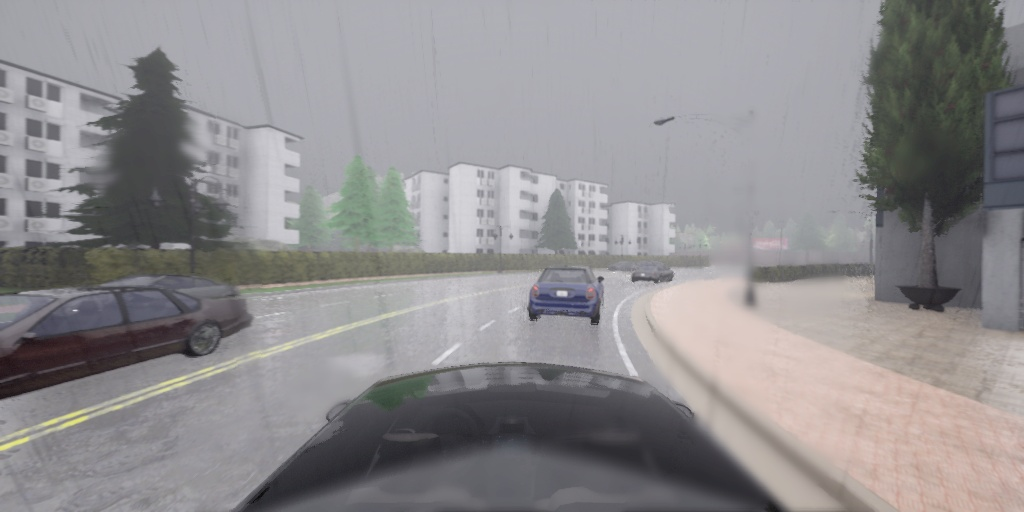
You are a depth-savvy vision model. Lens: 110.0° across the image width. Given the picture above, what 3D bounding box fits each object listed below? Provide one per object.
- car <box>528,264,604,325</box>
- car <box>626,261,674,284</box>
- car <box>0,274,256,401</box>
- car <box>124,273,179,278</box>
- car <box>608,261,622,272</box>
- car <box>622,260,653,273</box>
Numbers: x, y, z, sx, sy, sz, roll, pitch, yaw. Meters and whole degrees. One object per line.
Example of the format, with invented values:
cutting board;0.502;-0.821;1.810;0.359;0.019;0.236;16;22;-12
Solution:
car;1.991;1.074;12.146;2.097;1.767;4.553;1;0;16
car;10.693;1.307;27.078;1.994;1.385;4.181;1;1;42
car;-6.801;1.204;5.543;2.033;1.411;5.357;1;0;6
car;-9.585;1.171;9.506;1.994;1.385;4.181;1;0;11
car;13.495;1.265;43.224;4.181;1.385;1.994;0;0;-34
car;15.008;1.225;40.024;4.902;1.511;2.128;0;0;-34
